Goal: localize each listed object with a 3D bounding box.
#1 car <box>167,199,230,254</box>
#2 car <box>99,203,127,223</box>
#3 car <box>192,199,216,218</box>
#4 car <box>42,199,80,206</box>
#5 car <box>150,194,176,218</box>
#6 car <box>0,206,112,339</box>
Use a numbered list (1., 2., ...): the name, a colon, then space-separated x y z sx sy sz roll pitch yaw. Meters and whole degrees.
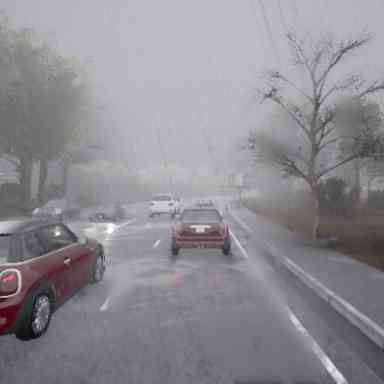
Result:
1. car: 0.351 1.337 13.661 2.097 1.767 4.553 0 0 2
2. car: -6.366 1.529 25.425 1.994 1.385 4.181 0 0 3
3. car: 1.183 1.455 31.181 2.128 1.511 4.902 0 0 4
4. car: -9.903 1.316 24.781 2.097 1.767 4.553 0 0 3
5. car: -2.391 1.184 30.264 2.150 2.045 5.566 0 0 4
6. car: -3.307 1.342 6.722 2.097 1.767 4.553 0 0 1
